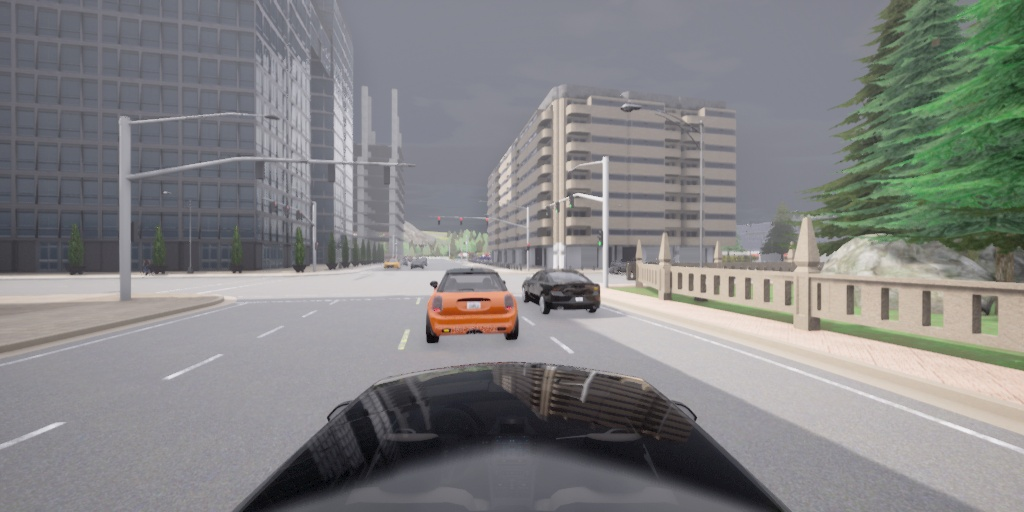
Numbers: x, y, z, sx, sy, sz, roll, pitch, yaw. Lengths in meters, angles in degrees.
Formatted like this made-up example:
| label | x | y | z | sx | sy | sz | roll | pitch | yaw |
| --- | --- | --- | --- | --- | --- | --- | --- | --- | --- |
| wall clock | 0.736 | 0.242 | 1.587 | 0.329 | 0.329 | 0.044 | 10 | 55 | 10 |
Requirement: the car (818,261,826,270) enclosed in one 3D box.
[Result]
| label | x | y | z | sx | sy | sz | roll | pitch | yaw |
| --- | --- | --- | --- | --- | --- | --- | --- | --- | --- |
| car | 35.448 | 1.304 | 40.209 | 4.674 | 1.442 | 1.812 | 0 | 0 | -12 |

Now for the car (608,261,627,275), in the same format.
| label | x | y | z | sx | sy | sz | roll | pitch | yaw |
| --- | --- | --- | --- | --- | --- | --- | --- | --- | --- |
| car | 12.221 | 1.270 | 38.710 | 4.902 | 1.511 | 2.128 | 0 | 0 | -12 |

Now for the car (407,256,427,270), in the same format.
| label | x | y | z | sx | sy | sz | roll | pitch | yaw |
| --- | --- | --- | --- | --- | --- | --- | --- | --- | --- |
| car | -13.886 | 1.215 | 52.663 | 1.837 | 1.490 | 4.892 | 0 | 0 | -12 |

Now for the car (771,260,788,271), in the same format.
| label | x | y | z | sx | sy | sz | roll | pitch | yaw |
| --- | --- | --- | --- | --- | --- | --- | --- | --- | --- |
| car | 33.723 | 1.254 | 43.415 | 5.008 | 1.535 | 1.882 | 0 | 0 | -12 |

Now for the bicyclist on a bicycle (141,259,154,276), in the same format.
| label | x | y | z | sx | sy | sz | roll | pitch | yaw |
| --- | --- | --- | --- | --- | --- | --- | --- | --- | --- |
| bicyclist on a bicycle | -33.998 | 1.080 | 33.445 | 0.582 | 1.620 | 1.656 | 0 | 0 | -12 |

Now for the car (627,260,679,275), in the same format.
| label | x | y | z | sx | sy | sz | roll | pitch | yaw |
| --- | --- | --- | --- | --- | --- | --- | --- | --- | --- |
| car | 14.259 | 1.133 | 35.571 | 4.553 | 1.767 | 2.097 | 0 | 0 | -12 |

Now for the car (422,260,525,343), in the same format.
| label | x | y | z | sx | sy | sz | roll | pitch | yaw |
| --- | --- | --- | --- | --- | --- | --- | --- | --- | --- |
| car | -1.181 | 1.096 | 9.912 | 2.097 | 1.767 | 4.553 | 0 | 0 | -10 |

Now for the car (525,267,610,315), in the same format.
| label | x | y | z | sx | sy | sz | roll | pitch | yaw |
| --- | --- | --- | --- | --- | --- | --- | --- | --- | --- |
| car | 1.686 | 1.219 | 13.773 | 1.882 | 1.535 | 5.008 | 0 | 0 | -10 |

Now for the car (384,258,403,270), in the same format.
| label | x | y | z | sx | sy | sz | roll | pitch | yaw |
| --- | --- | --- | --- | --- | --- | --- | --- | --- | --- |
| car | -17.261 | 1.189 | 51.701 | 1.882 | 1.535 | 5.008 | 0 | 0 | -12 |
